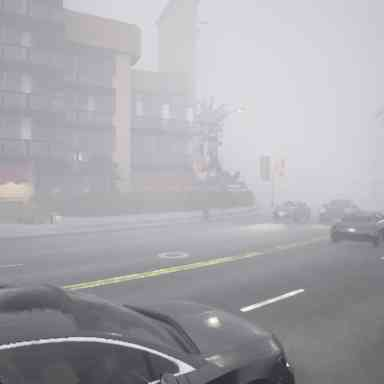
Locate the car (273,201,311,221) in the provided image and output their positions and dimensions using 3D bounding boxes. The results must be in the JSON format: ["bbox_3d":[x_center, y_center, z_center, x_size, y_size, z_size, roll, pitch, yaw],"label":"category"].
[{"bbox_3d":[8.108,1.479,26.786,2.128,1.511,4.902,0,0,35],"label":"car"}]

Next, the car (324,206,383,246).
[{"bbox_3d":[8.025,1.558,15.417,1.994,1.385,4.181,0,0,42],"label":"car"}]

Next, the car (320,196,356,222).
[{"bbox_3d":[11.126,1.338,24.982,2.097,1.767,4.553,0,0,35],"label":"car"}]

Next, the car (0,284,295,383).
[{"bbox_3d":[-1.277,1.504,2.388,4.892,1.490,1.837,0,0,-36],"label":"car"}]
